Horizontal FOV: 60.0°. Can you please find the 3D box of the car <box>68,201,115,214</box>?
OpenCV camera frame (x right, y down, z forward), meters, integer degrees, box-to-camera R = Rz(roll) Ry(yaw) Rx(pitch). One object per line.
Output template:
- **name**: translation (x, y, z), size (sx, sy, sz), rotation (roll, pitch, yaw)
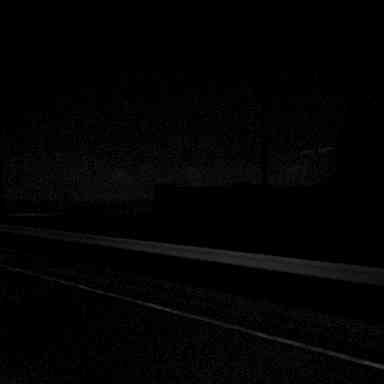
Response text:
- **car**: translation (-10.619, 1.606, 34.688), size (4.718, 1.301, 1.895), rotation (0, 0, -27)
